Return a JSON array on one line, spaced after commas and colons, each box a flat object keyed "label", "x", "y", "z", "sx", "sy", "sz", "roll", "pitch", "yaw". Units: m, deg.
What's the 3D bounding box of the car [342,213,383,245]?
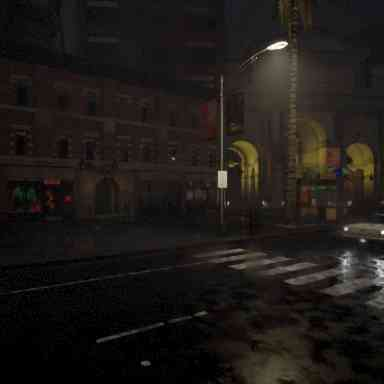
[{"label": "car", "x": 8.515, "y": 1.601, "z": 14.359, "sx": 4.718, "sy": 1.301, "sz": 1.895, "roll": 0, "pitch": 0, "yaw": -35}]
